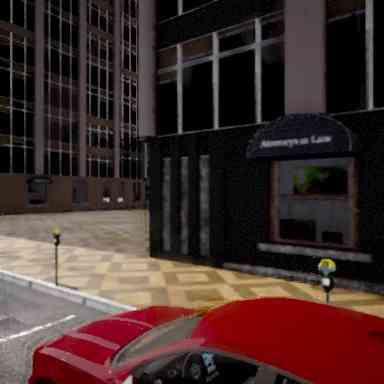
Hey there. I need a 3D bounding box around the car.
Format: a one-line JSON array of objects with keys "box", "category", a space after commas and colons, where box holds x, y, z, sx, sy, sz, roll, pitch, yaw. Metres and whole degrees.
[{"box": [0.535, 1.543, 2.495, 4.507, 1.381, 1.887, 0, 0, 36], "category": "car"}]
